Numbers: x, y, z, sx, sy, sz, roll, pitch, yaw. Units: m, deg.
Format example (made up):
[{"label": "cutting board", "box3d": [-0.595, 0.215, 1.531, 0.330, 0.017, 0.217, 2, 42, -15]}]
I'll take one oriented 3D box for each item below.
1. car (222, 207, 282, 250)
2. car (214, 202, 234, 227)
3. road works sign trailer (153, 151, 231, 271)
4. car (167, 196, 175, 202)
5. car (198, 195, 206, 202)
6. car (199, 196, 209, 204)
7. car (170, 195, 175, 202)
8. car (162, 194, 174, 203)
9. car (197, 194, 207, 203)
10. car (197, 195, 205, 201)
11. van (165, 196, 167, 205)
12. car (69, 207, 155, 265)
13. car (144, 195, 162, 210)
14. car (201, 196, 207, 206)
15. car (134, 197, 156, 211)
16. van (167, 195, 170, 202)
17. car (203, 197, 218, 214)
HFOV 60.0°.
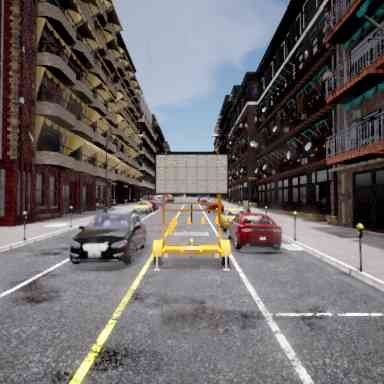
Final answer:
[{"label": "car", "box3d": [2.571, 1.561, 14.296, 1.887, 1.381, 4.507, 1, 0, 0]}, {"label": "car", "box3d": [2.565, 1.551, 19.998, 1.752, 1.417, 4.829, 1, 0, 0]}, {"label": "road works sign trailer", "box3d": [-0.011, 0.475, 10.959, 2.380, 3.560, 2.880, 0, 0, 0]}, {"label": "car", "box3d": [-5.393, 1.822, 86.247, 1.947, 1.339, 4.313, 1, 0, 0]}, {"label": "car", "box3d": [2.520, 1.677, 58.542, 1.887, 1.381, 4.507, 1, 0, 0]}, {"label": "car", "box3d": [2.517, 1.618, 69.604, 1.967, 1.590, 4.097, 1, 0, 0]}, {"label": "car", "box3d": [-5.368, 1.493, 69.656, 2.192, 1.841, 5.009, 1, 0, 0]}, {"label": "car", "box3d": [-5.374, 1.518, 75.186, 2.192, 1.841, 5.009, 1, 0, 0]}, {"label": "car", "box3d": [2.465, 1.543, 80.666, 2.192, 1.841, 5.009, 1, 0, 0]}, {"label": "car", "box3d": [2.449, 1.725, 91.729, 1.967, 1.590, 4.097, 1, 0, 0]}, {"label": "van", "box3d": [-5.349, 1.453, 53.063, 1.690, 1.788, 3.998, 2, 0, 0]}, {"label": "car", "box3d": [-2.762, 1.504, 11.852, 2.128, 1.511, 4.902, 0, 0, 0]}, {"label": "car", "box3d": [-5.335, 1.394, 42.005, 2.192, 1.841, 5.009, 2, 0, 0]}, {"label": "car", "box3d": [2.539, 1.629, 41.950, 2.008, 1.369, 4.403, 1, 0, 0]}, {"label": "car", "box3d": [-5.334, 1.589, 36.303, 1.752, 1.417, 4.829, 2, 0, 0]}, {"label": "van", "box3d": [-5.356, 1.474, 58.595, 1.690, 1.788, 3.998, 1, 0, 0]}, {"label": "car", "box3d": [2.545, 1.608, 36.418, 1.887, 1.381, 4.507, 1, 0, 0]}]
